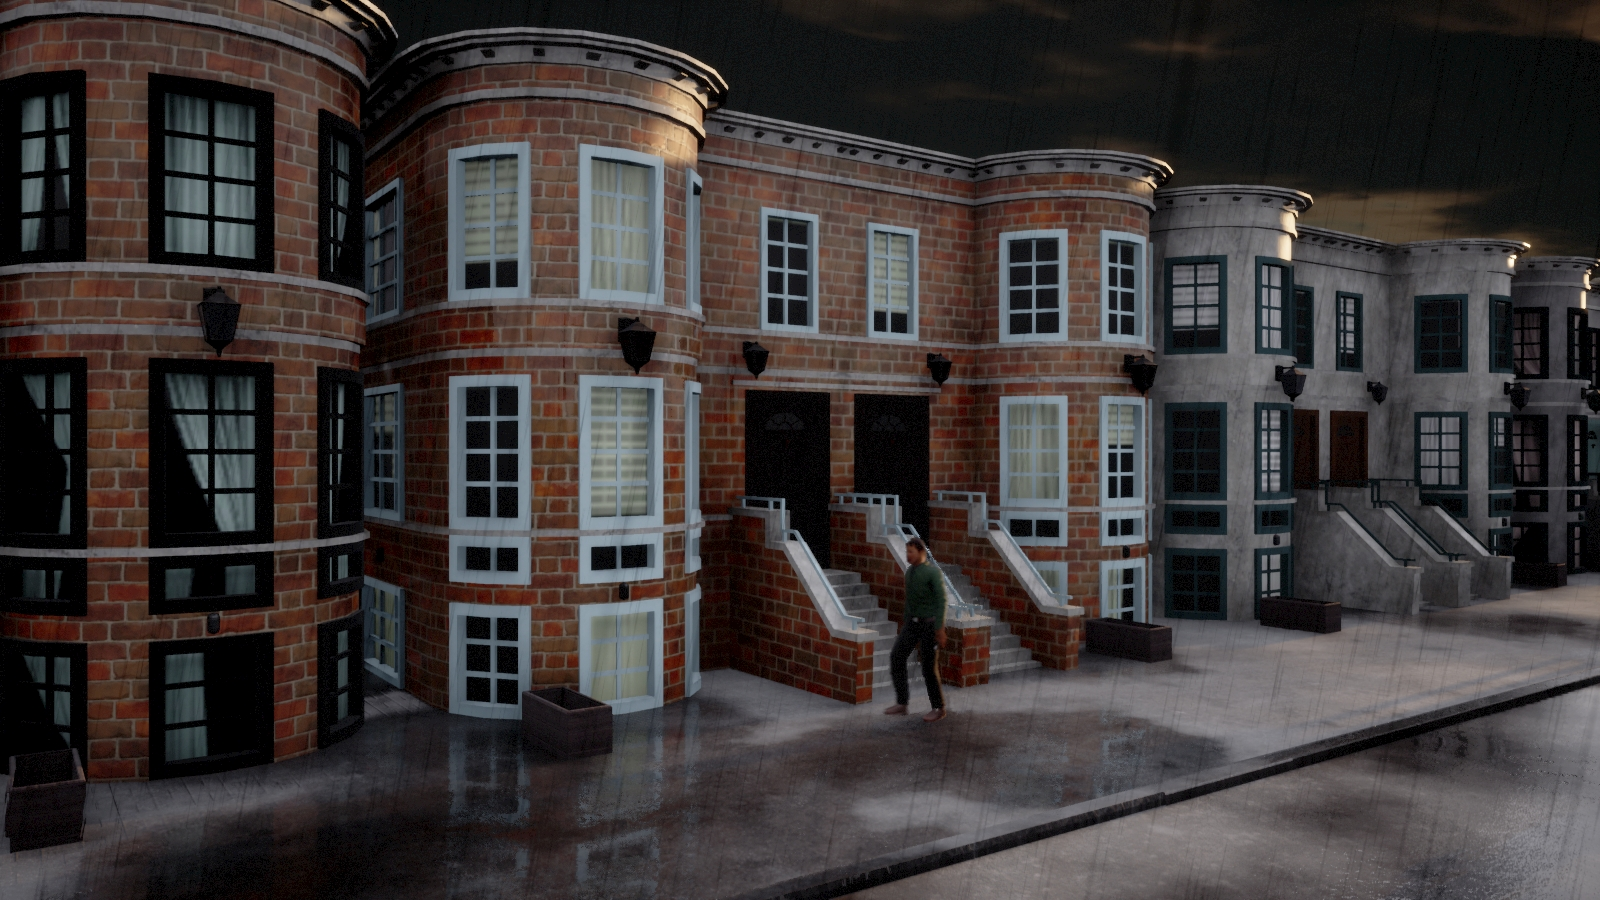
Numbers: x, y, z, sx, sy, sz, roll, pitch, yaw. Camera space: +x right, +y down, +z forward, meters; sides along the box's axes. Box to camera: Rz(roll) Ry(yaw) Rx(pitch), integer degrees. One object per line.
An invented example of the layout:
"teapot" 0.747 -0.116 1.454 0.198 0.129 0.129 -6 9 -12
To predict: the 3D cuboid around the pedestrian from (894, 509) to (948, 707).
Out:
"pedestrian" 1.184 1.523 11.171 0.375 1.860 0.375 0 0 -32
